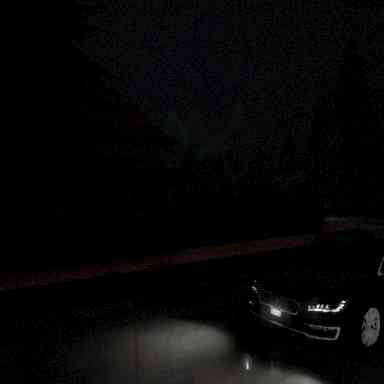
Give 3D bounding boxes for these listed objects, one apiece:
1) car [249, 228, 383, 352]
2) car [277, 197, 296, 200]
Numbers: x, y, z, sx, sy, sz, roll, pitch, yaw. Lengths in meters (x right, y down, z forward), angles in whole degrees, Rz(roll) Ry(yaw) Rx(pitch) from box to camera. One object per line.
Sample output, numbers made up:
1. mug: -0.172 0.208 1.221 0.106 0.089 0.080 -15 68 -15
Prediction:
1. car: 3.207 1.505 6.261 4.892 1.490 1.837 0 0 -35
2. car: 8.315 1.190 29.265 2.097 1.767 4.553 0 0 -36
